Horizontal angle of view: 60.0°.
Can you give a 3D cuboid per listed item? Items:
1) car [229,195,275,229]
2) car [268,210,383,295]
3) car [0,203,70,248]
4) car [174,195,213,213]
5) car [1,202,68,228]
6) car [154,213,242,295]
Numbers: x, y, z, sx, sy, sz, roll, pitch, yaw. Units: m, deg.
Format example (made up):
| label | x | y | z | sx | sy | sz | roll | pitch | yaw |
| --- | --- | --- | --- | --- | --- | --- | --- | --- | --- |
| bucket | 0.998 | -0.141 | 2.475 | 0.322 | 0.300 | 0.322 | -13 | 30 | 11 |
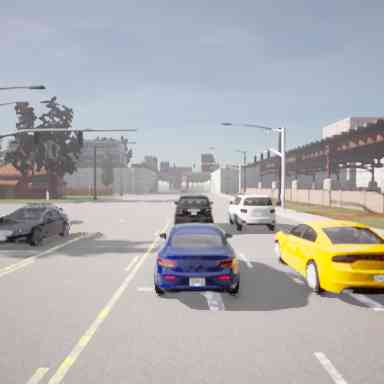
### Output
| label | x | y | z | sx | sy | sz | roll | pitch | yaw |
| --- | --- | --- | --- | --- | --- | --- | --- | --- | --- |
| car | 3.607 | 1.167 | 20.575 | 2.150 | 2.045 | 5.566 | 0 | 1 | 0 |
| car | 3.604 | 1.472 | 8.815 | 1.882 | 1.535 | 5.008 | 0 | 0 | 0 |
| car | -7.064 | 1.460 | 14.849 | 2.128 | 1.511 | 4.902 | 0 | 0 | 0 |
| car | 0.108 | 1.168 | 20.109 | 2.150 | 2.045 | 5.566 | 0 | 1 | 0 |
| car | -10.498 | 1.474 | 22.761 | 2.033 | 1.411 | 5.357 | 0 | 0 | 0 |
| car | 0.105 | 1.521 | 8.595 | 1.812 | 1.442 | 4.674 | 0 | 0 | 0 |
